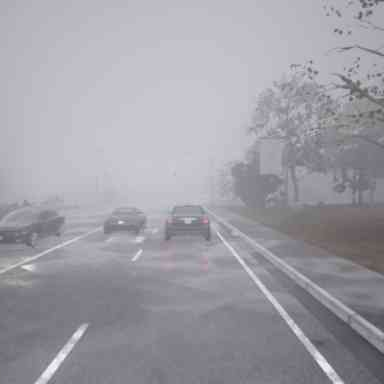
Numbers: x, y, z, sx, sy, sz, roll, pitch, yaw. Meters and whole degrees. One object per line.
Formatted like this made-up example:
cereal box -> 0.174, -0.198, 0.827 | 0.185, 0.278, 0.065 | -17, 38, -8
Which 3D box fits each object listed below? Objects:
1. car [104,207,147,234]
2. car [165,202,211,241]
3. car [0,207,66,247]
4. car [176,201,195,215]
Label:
car -> -3.786, 1.569, 19.464 | 1.994, 1.385, 4.181 | 0, 0, -1
car -> -0.223, 1.349, 16.927 | 2.097, 1.767, 4.553 | 0, 0, -1
car -> -7.371, 1.482, 15.113 | 1.882, 1.535, 5.008 | 0, 0, -1
car -> -0.667, 1.647, 34.778 | 1.895, 1.301, 4.718 | 0, 0, -1
